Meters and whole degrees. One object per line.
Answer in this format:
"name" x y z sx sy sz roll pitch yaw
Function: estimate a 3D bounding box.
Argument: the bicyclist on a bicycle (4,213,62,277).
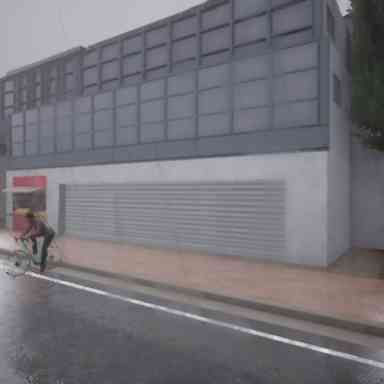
"bicyclist on a bicycle" -4.238 1.390 9.007 0.582 1.620 1.656 0 0 35
